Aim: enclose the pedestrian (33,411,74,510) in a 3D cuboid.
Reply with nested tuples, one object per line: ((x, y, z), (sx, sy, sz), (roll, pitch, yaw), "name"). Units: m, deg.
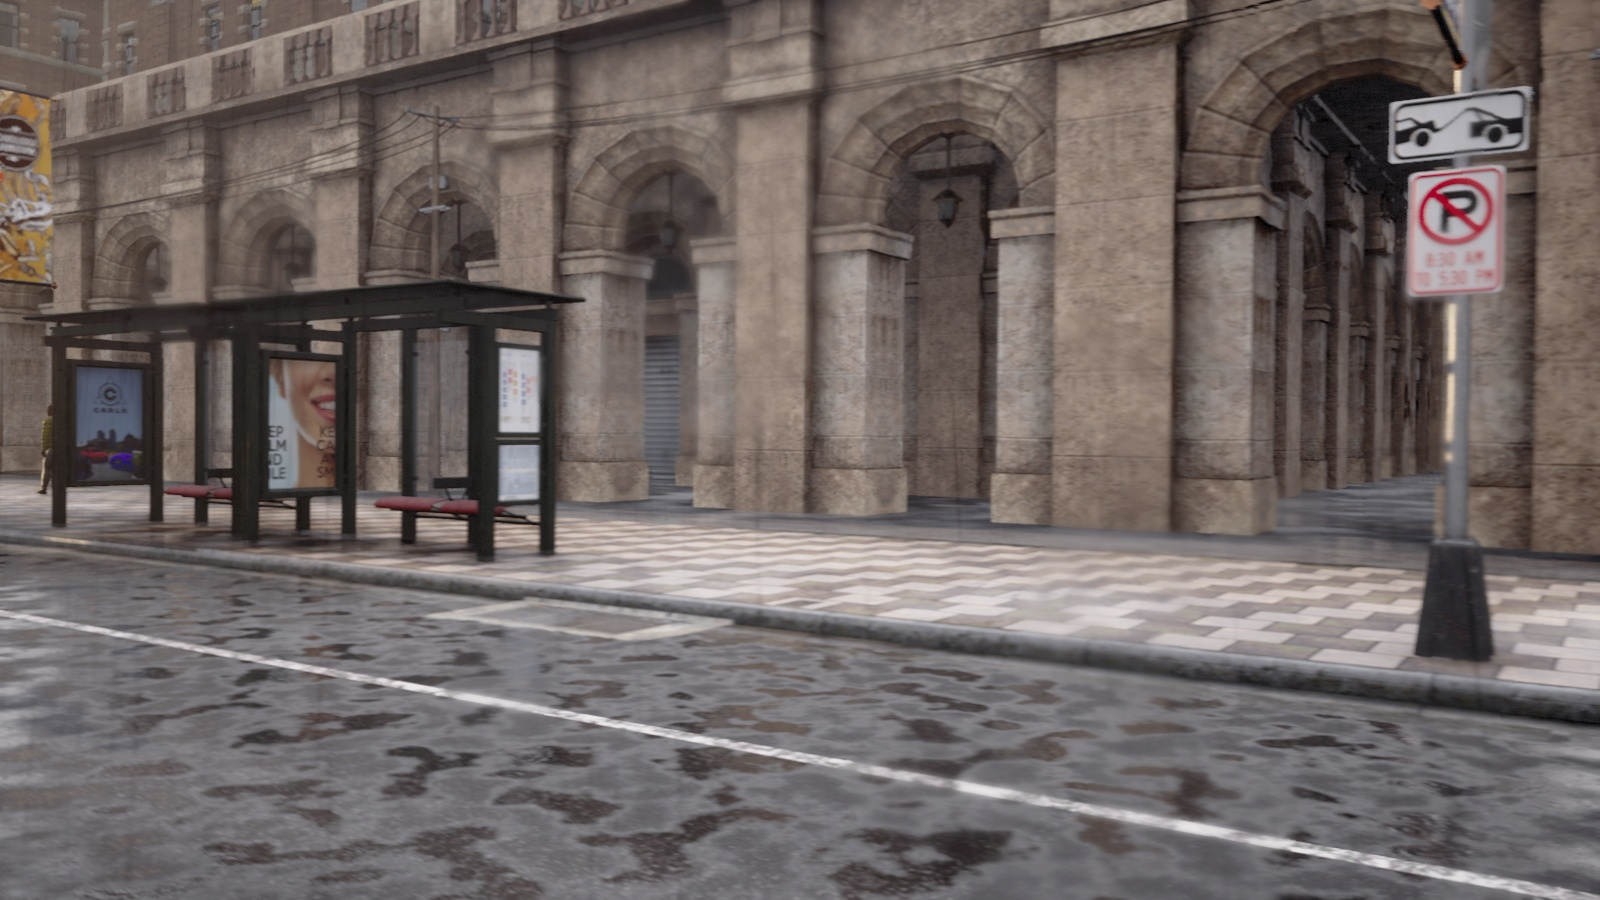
((-14.000, 0.193, 23.558), (0.726, 1.835, 0.370), (0, 1, 36), "pedestrian")
